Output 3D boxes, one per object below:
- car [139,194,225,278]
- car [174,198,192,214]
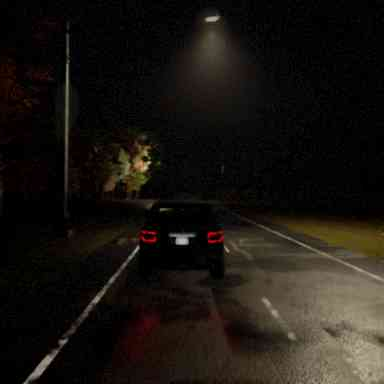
[{"bbox_3d":[-0.298,1.215,10.303,2.150,2.045,5.566,1,0,-1],"label":"car"},{"bbox_3d":[-0.965,1.470,36.272,1.837,1.490,4.892,1,0,-1],"label":"car"}]
